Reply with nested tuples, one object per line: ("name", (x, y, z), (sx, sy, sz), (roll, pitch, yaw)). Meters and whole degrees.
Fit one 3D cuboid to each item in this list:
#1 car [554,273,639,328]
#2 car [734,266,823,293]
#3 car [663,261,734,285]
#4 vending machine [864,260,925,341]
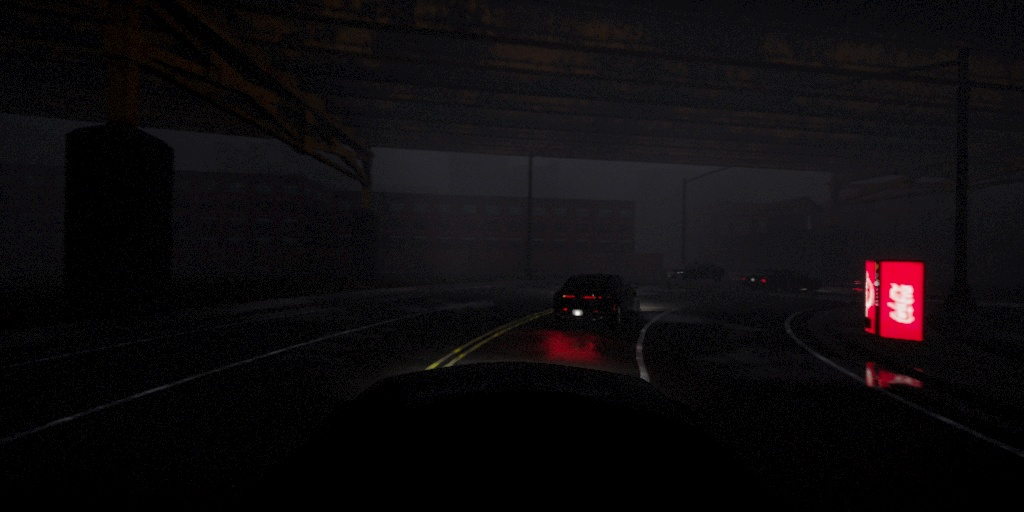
("car", (2.902, 1.299, 11.870), (1.837, 1.490, 4.892), (0, -1, 28))
("car", (17.393, 1.560, 23.147), (5.357, 1.411, 2.033), (1, 0, -18))
("car", (12.861, 1.124, 25.333), (4.902, 1.511, 2.128), (1, 0, -25))
("vending machine", (9.674, 1.091, 9.105), (1.100, 2.100, 0.880), (0, 0, 34))
